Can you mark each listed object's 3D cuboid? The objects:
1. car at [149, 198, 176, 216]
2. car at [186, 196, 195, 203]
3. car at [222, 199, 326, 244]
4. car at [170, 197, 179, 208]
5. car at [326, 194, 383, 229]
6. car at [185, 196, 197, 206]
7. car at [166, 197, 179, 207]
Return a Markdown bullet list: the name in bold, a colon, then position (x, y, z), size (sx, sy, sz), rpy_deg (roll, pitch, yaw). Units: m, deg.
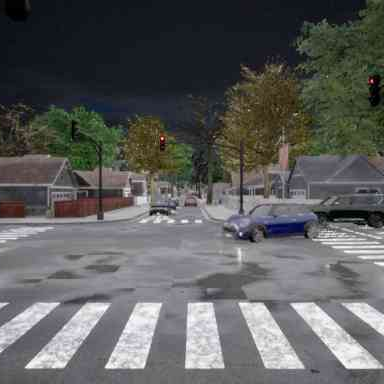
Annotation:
- **car**: position (-3.032, 1.567, 32.879), size (2.033, 1.411, 5.357), rpy_deg (0, 0, 0)
- **car**: position (-0.321, 1.574, 73.379), size (1.837, 1.490, 4.892), rpy_deg (0, 0, 0)
- **car**: position (3.654, 1.323, 15.617), size (4.553, 1.767, 2.097), rpy_deg (0, 0, -23)
- **car**: position (-3.013, 1.594, 42.768), size (1.994, 1.385, 4.181), rpy_deg (0, 0, 0)
- **car**: position (9.290, 1.155, 20.502), size (5.566, 2.045, 2.150), rpy_deg (0, 0, 0)
- **car**: position (-0.187, 1.610, 55.537), size (1.994, 1.385, 4.181), rpy_deg (0, 0, 0)
- **car**: position (-3.032, 1.568, 53.018), size (1.812, 1.442, 4.674), rpy_deg (0, 0, 0)
